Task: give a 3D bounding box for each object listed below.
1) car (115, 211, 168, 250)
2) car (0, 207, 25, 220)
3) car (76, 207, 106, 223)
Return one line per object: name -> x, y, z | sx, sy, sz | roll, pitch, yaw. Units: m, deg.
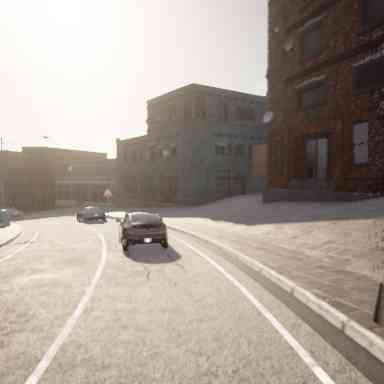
car -> -2.305, 1.609, 15.005 | 1.837, 1.490, 4.892 | -1, -1, -15
car -> -22.890, 2.715, 41.721 | 4.553, 1.767, 2.097 | -3, 1, 42
car -> -9.683, 2.096, 31.692 | 1.994, 1.385, 4.181 | -2, -1, -31
